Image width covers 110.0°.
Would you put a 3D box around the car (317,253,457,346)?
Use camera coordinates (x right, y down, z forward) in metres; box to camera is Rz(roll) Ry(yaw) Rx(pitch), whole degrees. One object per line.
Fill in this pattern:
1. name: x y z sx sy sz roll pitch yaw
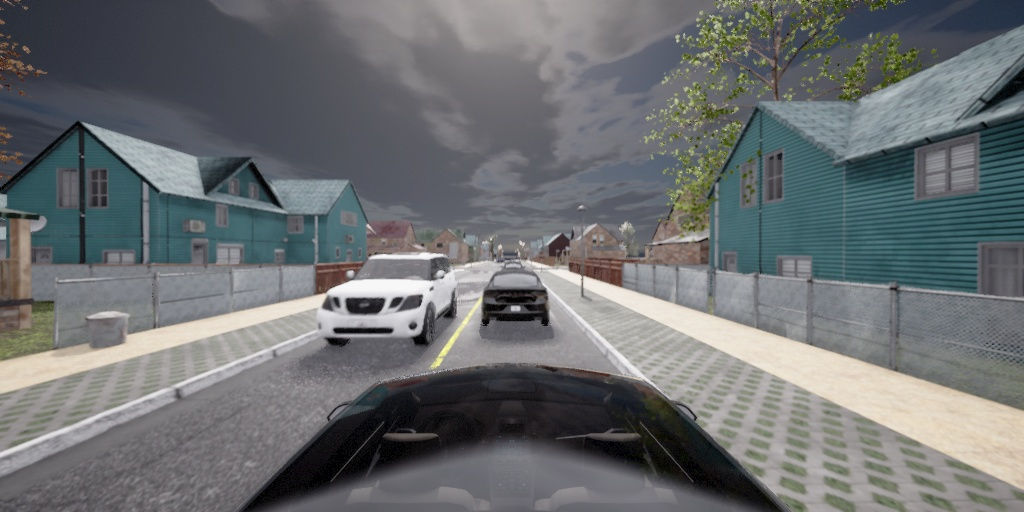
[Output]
1. car: -2.850 0.921 9.587 2.150 2.045 5.566 0 0 0

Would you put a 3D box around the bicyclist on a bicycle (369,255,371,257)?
1. bicyclist on a bicycle: -20.166 0.713 51.013 0.582 1.620 1.656 0 1 0

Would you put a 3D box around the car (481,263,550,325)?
1. car: 0.095 1.167 11.609 1.882 1.535 5.008 0 0 0

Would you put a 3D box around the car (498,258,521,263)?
1. car: 0.091 1.143 27.214 1.812 1.442 4.674 0 0 0
